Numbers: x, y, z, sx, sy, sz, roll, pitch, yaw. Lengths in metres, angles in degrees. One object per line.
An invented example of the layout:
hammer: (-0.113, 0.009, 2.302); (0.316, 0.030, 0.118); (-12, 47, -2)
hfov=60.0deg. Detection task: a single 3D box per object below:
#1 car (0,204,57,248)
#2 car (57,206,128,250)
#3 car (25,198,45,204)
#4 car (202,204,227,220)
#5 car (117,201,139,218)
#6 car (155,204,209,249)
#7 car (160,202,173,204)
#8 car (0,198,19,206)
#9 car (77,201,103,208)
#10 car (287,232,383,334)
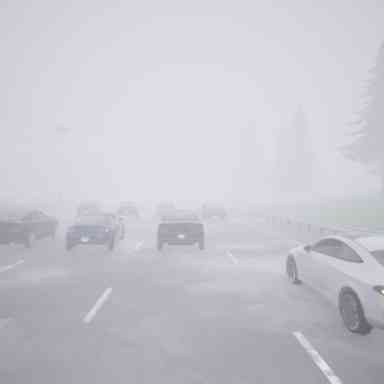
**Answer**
car: (-7.606, 1.513, 15.022); (1.882, 1.535, 5.008); (0, 0, -4)
car: (-4.067, 1.553, 14.413); (1.812, 1.442, 4.674); (0, 0, -4)
car: (-23.193, 1.616, 49.173); (1.837, 1.490, 4.892); (0, 0, -9)
car: (1.538, 1.636, 28.249); (1.895, 1.301, 4.718); (0, 0, -8)
car: (-5.916, 1.579, 30.696); (1.812, 1.442, 4.674); (0, 0, -9)
car: (-0.566, 1.499, 14.770); (1.882, 1.535, 5.008); (0, 0, -4)
car: (-2.325, 1.609, 30.389); (1.994, 1.385, 4.181); (0, 0, -8)
car: (-26.521, 1.620, 47.849); (1.837, 1.490, 4.892); (0, 0, -9)
car: (-9.512, 1.538, 31.222); (1.882, 1.535, 5.008); (0, 0, -8)
car: (3.381, 1.528, 6.630); (1.812, 1.442, 4.674); (0, 0, -2)
